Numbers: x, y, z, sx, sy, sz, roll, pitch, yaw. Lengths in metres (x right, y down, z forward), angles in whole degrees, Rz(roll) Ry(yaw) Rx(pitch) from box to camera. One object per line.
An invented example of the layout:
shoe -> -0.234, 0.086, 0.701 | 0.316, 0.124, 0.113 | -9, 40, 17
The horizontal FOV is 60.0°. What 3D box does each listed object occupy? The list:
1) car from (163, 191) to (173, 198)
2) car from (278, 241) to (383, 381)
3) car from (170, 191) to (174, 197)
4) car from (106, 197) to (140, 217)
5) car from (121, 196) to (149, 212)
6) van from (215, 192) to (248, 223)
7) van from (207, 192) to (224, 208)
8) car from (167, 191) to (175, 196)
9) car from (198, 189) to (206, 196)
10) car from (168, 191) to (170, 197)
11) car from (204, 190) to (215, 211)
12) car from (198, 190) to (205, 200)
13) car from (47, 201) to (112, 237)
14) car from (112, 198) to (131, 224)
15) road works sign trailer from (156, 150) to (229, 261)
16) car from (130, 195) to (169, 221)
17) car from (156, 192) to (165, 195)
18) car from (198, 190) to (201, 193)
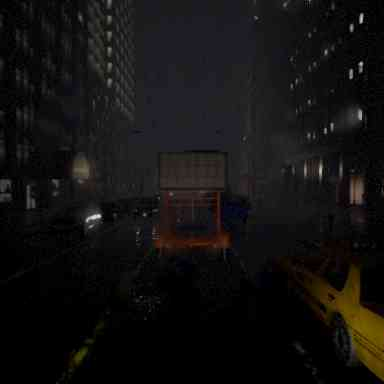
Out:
car -> -5.669, 0.488, 79.162 | 1.967, 1.590, 4.097 | -1, 1, 0
car -> 2.685, 1.458, 5.448 | 1.752, 1.417, 4.829 | -1, 1, 0
car -> -5.670, 0.698, 73.481 | 1.802, 1.307, 4.206 | -1, 1, 0
car -> -5.687, 1.207, 28.015 | 1.887, 1.381, 4.507 | -1, 1, 0
car -> -5.686, 1.145, 33.698 | 2.008, 1.369, 4.403 | -1, 1, 0
van -> 2.689, 1.072, 22.326 | 1.690, 1.788, 3.998 | -1, 1, 0
van -> 2.695, 0.868, 39.376 | 1.690, 1.788, 3.998 | -1, 1, 0
car -> -5.664, 0.438, 90.360 | 1.752, 1.417, 4.829 | -1, 1, 0
car -> 2.714, 0.226, 90.525 | 2.192, 1.841, 5.009 | -1, 1, 0
car -> -5.675, 0.804, 62.114 | 2.008, 1.369, 4.403 | -1, 1, 0
car -> 2.693, 0.910, 33.692 | 2.192, 1.841, 5.009 | -1, 1, 0
car -> 2.706, 0.804, 62.111 | 2.008, 1.369, 4.403 | -1, 1, 0
car -> -5.692, 1.349, 16.648 | 2.008, 1.369, 4.403 | -1, 1, 0
car -> -5.689, 1.296, 22.332 | 1.947, 1.339, 4.313 | -1, 1, 0
road works sign trailer -> 0.024, 0.322, 11.689 | 2.380, 3.560, 2.880 | 0, 1, 0
car -> -3.091, 1.200, 24.172 | 2.128, 1.511, 4.902 | 0, 1, 0
car -> -5.679, 0.941, 50.748 | 2.008, 1.369, 4.403 | -1, 1, 0
car -> 2.712, 0.295, 84.841 | 2.192, 1.841, 5.009 | -1, 1, 0
